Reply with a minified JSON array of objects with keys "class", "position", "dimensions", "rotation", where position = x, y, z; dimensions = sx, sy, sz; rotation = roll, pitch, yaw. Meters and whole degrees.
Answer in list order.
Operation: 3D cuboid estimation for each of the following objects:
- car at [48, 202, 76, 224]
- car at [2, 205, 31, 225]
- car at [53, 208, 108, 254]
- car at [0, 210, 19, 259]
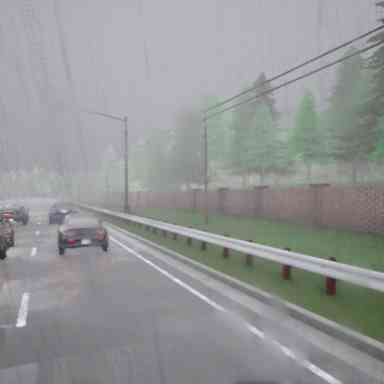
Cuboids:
[{"class":"car","position":[-10.670,1.591,27.421],"dimensions":[2.097,1.767,4.553],"rotation":[0,0,-24]},{"class":"car","position":[-13.901,1.771,26.077],"dimensions":[1.837,1.490,4.892],"rotation":[0,0,-23]},{"class":"car","position":[-4.760,1.641,14.156],"dimensions":[1.812,1.442,4.674],"rotation":[0,0,-24]},{"class":"car","position":[-7.954,1.665,12.726],"dimensions":[1.812,1.442,4.674],"rotation":[0,0,-23]}]
